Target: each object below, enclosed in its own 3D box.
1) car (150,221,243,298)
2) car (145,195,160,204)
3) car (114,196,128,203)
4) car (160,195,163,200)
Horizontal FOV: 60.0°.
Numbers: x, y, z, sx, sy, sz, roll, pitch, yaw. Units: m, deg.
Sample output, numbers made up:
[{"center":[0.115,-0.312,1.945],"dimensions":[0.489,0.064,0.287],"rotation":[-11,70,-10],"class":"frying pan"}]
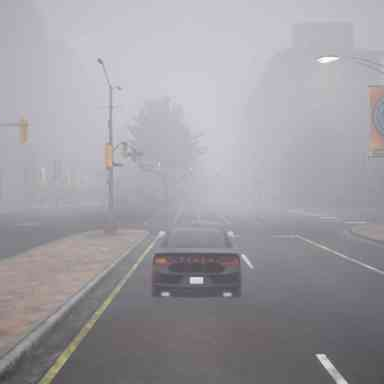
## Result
[{"center":[0.110,1.474,8.589],"dimensions":[1.882,1.535,5.008],"rotation":[0,0,1],"class":"car"},{"center":[-7.793,1.478,64.068],"dimensions":[1.837,1.490,4.892],"rotation":[0,-1,1],"class":"car"},{"center":[-14.490,1.565,67.967],"dimensions":[1.895,1.301,4.718],"rotation":[0,0,0],"class":"car"},{"center":[-7.704,1.490,77.220],"dimensions":[1.812,1.442,4.674],"rotation":[0,0,0],"class":"car"}]
